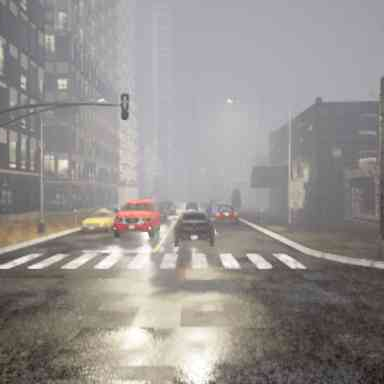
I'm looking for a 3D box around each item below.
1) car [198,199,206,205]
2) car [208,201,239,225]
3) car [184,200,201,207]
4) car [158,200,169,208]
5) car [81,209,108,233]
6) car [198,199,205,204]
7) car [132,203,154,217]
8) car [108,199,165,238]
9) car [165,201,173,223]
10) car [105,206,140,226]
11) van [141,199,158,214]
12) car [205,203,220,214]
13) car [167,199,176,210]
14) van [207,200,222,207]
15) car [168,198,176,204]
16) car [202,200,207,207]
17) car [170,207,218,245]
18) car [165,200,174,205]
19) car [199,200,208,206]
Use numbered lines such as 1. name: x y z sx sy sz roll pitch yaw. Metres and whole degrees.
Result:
1. car: 2.674 2.684 89.608 1.887 1.381 4.507 -1 -1 0
2. car: 2.675 1.789 27.530 1.967 1.590 4.097 -1 -1 0
3. car: -0.003 2.119 48.457 1.837 1.490 4.892 0 -1 0
4. car: -5.673 2.375 66.919 1.752 1.417 4.829 -1 -1 0
5. car: -5.841 1.802 21.769 1.752 1.417 4.829 -1 -1 0
6. car: 2.674 2.793 95.251 1.802 1.307 4.206 -1 -1 0
7. car: -5.671 2.059 38.870 1.947 1.339 4.313 -1 -1 0
8. car: -3.104 1.474 19.834 2.150 2.045 5.566 0 -1 0
9. car: -3.079 1.867 29.584 2.128 1.511 4.902 0 -1 0
10. car: -5.670 1.916 27.582 1.947 1.339 4.313 -1 -1 0
11. van: -5.675 1.906 44.516 1.690 1.788 3.998 -1 -1 0
12. car: 2.676 2.145 44.459 1.802 1.307 4.206 -1 -1 0
13. car: -3.001 1.853 39.517 2.097 1.767 4.553 0 -1 0
14. van: 2.673 1.762 33.175 1.690 1.788 3.998 -1 -1 0
15. car: -5.675 2.652 95.308 1.967 1.590 4.097 -1 -1 0
16. car: 2.672 1.807 38.819 2.192 1.841 5.009 -1 -1 0
17. car: 0.099 1.716 16.620 1.837 1.490 4.892 0 -1 0
18. car: -5.673 2.634 84.019 1.947 1.339 4.313 -1 -1 0
19. car: 2.675 2.561 78.321 1.947 1.339 4.313 -1 -1 0
